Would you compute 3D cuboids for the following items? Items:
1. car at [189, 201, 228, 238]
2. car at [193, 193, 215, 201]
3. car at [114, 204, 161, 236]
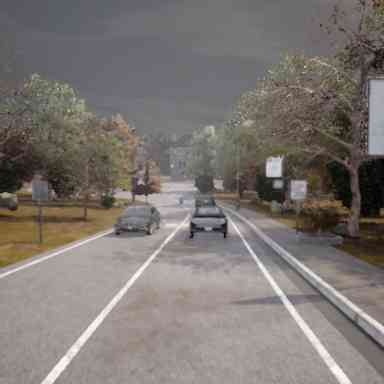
[{"bbox_3d":[0.885,1.459,17.608,2.128,1.511,4.902,0,0,3],"label":"car"},{"bbox_3d":[1.391,1.128,37.915,2.150,2.045,5.566,0,0,-2],"label":"car"},{"bbox_3d":[-2.822,1.445,18.168,1.837,1.490,4.892,0,0,3],"label":"car"}]
